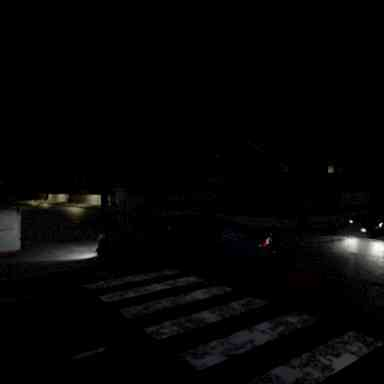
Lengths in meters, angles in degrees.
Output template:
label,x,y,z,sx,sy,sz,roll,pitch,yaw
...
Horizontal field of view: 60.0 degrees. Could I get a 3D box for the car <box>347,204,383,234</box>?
label,x,y,z,sx,sy,sz,roll,pitch,yaw
car,9.523,1.136,14.993,5.357,1.411,2.033,-2,1,-26

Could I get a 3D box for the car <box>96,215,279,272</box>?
label,x,y,z,sx,sy,sz,roll,pitch,yaw
car,-0.190,1.416,9.990,5.357,1.411,2.033,-1,1,21
